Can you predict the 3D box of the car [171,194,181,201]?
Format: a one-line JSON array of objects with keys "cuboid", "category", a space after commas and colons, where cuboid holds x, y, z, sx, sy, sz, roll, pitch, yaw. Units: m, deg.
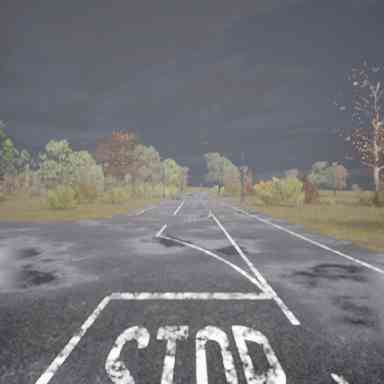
[{"cuboid": [-3.392, 1.126, 72.061, 1.994, 1.385, 4.181, 0, 0, 0], "category": "car"}]
